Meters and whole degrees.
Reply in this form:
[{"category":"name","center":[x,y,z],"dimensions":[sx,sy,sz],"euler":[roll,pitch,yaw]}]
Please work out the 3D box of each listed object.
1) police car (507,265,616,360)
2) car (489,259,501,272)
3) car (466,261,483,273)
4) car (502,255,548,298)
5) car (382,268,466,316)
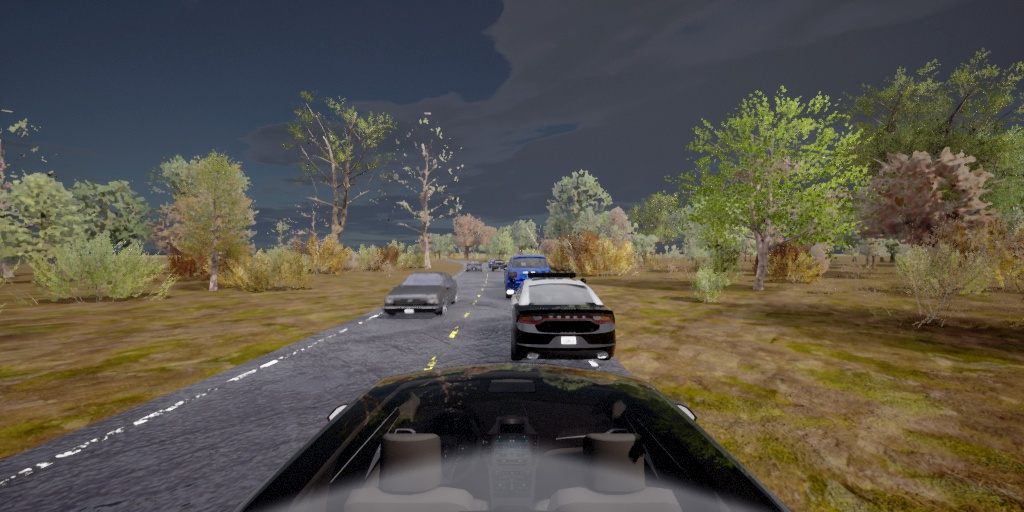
[{"category":"police car","center":[0.908,1.174,8.443],"dimensions":[1.930,1.638,5.238],"euler":[0,0,0]},{"category":"car","center":[-1.737,1.254,46.942],"dimensions":[1.837,1.490,4.892],"euler":[0,0,-5]},{"category":"car","center":[-4.544,1.314,43.363],"dimensions":[1.994,1.385,4.181],"euler":[0,0,-5]},{"category":"car","center":[0.736,0.972,18.411],"dimensions":[2.150,2.045,5.566],"euler":[0,0,-2]},{"category":"car","center":[-3.176,1.296,13.604],"dimensions":[2.033,1.411,5.357],"euler":[0,0,-1]}]
